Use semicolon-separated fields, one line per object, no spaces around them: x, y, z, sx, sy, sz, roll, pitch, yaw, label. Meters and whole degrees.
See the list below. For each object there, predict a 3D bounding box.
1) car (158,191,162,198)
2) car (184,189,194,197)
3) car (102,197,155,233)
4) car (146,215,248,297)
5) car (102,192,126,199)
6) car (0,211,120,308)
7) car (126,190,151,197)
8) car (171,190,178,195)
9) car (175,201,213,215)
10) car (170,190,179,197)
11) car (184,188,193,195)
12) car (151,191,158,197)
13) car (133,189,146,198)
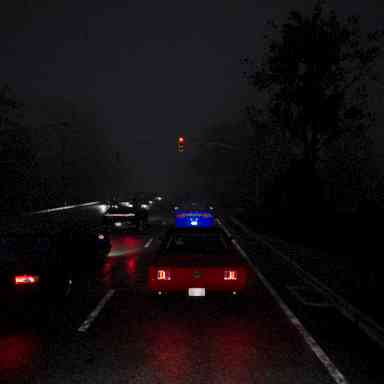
-7.341;0.487;69.301;1.994;1.385;4.181;0;1;-1;car
-0.564;0.304;76.171;1.882;1.535;5.008;0;1;-2;car
-3.402;1.241;17.773;2.128;1.511;4.902;0;1;0;car
0.099;1.501;8.280;1.895;1.301;4.718;0;1;0;car
-10.621;0.927;44.530;1.895;1.301;4.718;0;1;0;car
-3.402;1.452;7.998;2.033;1.411;5.357;0;1;0;car
-7.069;0.682;44.291;2.097;1.767;4.553;0;1;-1;car
-4.550;0.101;86.115;1.812;1.442;4.674;0;1;-3;car
0.098;1.230;17.622;1.882;1.535;5.008;0;1;0;car
-4.048;0.362;75.662;2.033;1.411;5.357;0;1;-2;car
-1.054;-0.072;86.282;2.097;1.767;4.553;0;1;-3;car
-7.176;0.719;54.289;2.033;1.411;5.357;0;1;0;car
-10.837;0.293;69.088;2.097;1.767;4.553;0;1;-1;car
